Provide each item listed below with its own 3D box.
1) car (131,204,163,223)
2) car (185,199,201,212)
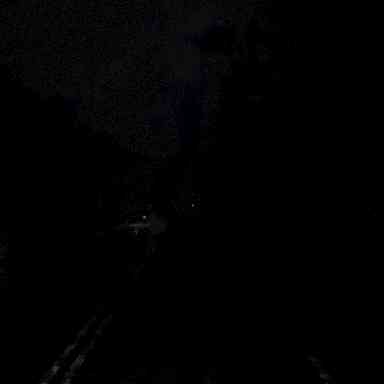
[{"bbox_3d":[-3.343,1.580,25.367,1.994,1.385,4.181,0,0,0],"label":"car"},{"bbox_3d":[0.107,1.592,39.981,2.033,1.411,5.357,0,0,0],"label":"car"}]
